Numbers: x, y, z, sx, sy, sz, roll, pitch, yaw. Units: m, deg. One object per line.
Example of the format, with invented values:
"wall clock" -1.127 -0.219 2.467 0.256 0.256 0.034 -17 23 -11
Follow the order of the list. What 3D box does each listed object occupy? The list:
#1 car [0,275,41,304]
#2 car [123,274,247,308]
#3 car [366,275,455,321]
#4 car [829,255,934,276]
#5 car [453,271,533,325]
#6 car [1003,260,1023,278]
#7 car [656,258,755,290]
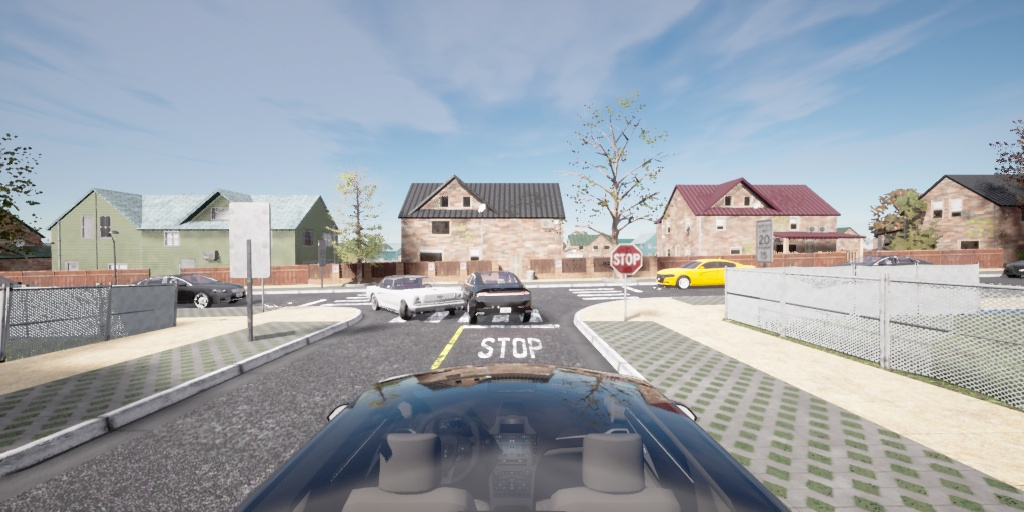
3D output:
"car" -24.230 1.648 16.312 4.553 1.767 2.097 -1 1 0
"car" -14.892 1.566 16.347 4.902 1.511 2.128 -1 1 0
"car" -3.595 1.368 12.844 1.895 1.301 4.718 0 0 -38
"car" 19.821 0.703 19.416 4.902 1.511 2.128 -1 1 0
"car" -0.678 1.242 11.983 2.128 1.511 4.902 0 0 -12
"car" 29.700 0.543 19.441 4.181 1.385 1.994 -1 1 0
"car" 10.391 0.911 19.348 5.008 1.535 1.882 -1 1 -1
